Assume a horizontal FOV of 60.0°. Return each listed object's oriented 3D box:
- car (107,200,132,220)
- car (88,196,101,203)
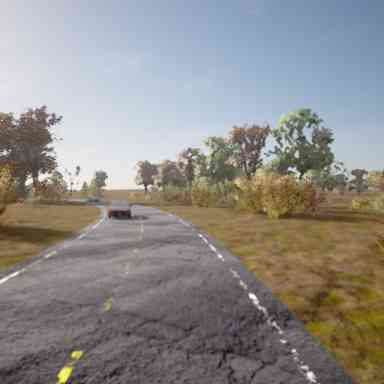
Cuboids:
[{"bbox_3d":[-6.209,1.454,28.643,1.882,1.535,5.008,0,0,-12],"label":"car"},{"bbox_3d":[-19.642,1.452,67.091,1.994,1.385,4.181,0,0,-27],"label":"car"}]
